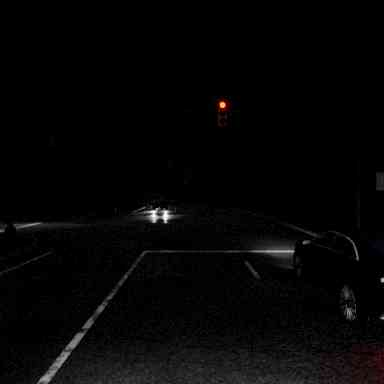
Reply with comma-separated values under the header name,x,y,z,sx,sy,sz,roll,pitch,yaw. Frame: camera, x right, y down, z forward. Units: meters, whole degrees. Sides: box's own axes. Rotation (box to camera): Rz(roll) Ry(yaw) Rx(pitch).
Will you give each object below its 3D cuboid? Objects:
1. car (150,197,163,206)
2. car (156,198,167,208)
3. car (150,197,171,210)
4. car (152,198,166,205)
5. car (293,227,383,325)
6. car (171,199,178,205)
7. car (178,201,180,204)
name,x,y,z,sx,sy,sz,roll,pitch,yaw
car,-7.393,1.913,68.896,2.097,1.767,4.553,0,-1,-13
car,-5.054,1.769,54.584,1.812,1.442,4.674,0,-1,-7
car,-4.124,1.680,43.632,1.895,1.301,4.718,0,-1,-2
car,-8.359,2.345,83.112,1.882,1.535,5.008,0,-1,-25
car,3.582,1.492,7.038,2.128,1.511,4.902,0,0,1
car,-5.182,2.214,74.163,1.994,1.385,4.181,0,-1,-19
car,-4.732,2.441,83.504,1.895,1.301,4.718,0,-1,-22
